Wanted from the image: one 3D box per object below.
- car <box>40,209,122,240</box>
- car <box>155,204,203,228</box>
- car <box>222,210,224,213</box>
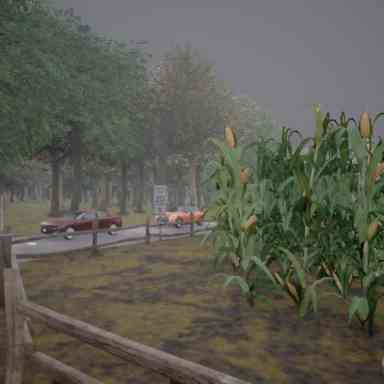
[{"bbox_3d":[-6.352,1.810,19.575,1.882,1.535,5.008,0,-1,34],"label":"car"},{"bbox_3d":[-0.971,1.906,27.194,2.097,1.767,4.553,0,-1,36],"label":"car"},{"bbox_3d":[4.454,2.253,34.771,1.882,1.535,5.008,0,-1,36],"label":"car"}]
